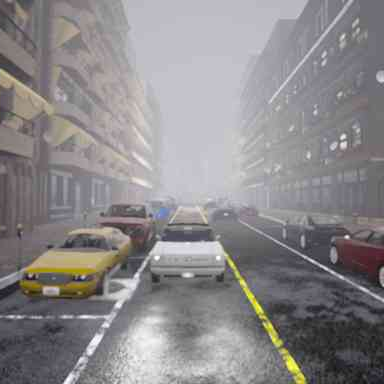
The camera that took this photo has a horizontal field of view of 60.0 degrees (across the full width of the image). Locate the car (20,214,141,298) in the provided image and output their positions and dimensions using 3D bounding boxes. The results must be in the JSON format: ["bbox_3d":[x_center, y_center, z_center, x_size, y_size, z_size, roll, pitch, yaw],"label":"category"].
[{"bbox_3d":[-2.653,1.543,8.654,1.752,1.417,4.829,2,0,0],"label":"car"}]

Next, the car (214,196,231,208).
[{"bbox_3d":[4.821,1.546,53.074,2.192,1.841,5.009,1,0,0],"label":"car"}]

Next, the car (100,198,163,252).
[{"bbox_3d":[-2.695,1.351,14.356,2.192,1.841,5.009,2,0,0],"label":"car"}]

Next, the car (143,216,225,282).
[{"bbox_3d":[-0.118,1.631,9.939,1.895,1.301,4.718,0,0,0],"label":"car"}]

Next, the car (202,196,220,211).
[{"bbox_3d":[2.417,1.662,43.350,2.128,1.511,4.902,0,-1,0],"label":"car"}]

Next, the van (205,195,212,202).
[{"bbox_3d":[4.489,1.826,91.792,1.690,1.788,3.998,1,0,0],"label":"van"}]

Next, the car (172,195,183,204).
[{"bbox_3d":[-3.215,1.653,75.187,2.192,1.841,5.009,2,0,0],"label":"car"}]

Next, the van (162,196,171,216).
[{"bbox_3d":[-2.790,1.416,25.414,1.690,1.788,3.998,2,0,0],"label":"van"}]

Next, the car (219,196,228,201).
[{"bbox_3d":[4.953,1.616,42.012,1.967,1.590,4.097,1,0,0],"label":"car"}]

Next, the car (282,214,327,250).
[{"bbox_3d":[5.178,1.613,14.359,2.008,1.369,4.403,2,0,0],"label":"car"}]

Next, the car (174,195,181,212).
[{"bbox_3d":[-2.931,1.464,42.006,2.192,1.841,5.009,2,0,0],"label":"car"}]

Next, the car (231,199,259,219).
[{"bbox_3d":[5.037,1.669,30.951,1.887,1.381,4.507,1,0,0],"label":"car"}]

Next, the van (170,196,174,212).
[{"bbox_3d":[-2.838,1.439,30.946,1.690,1.788,3.998,2,0,0],"label":"van"}]

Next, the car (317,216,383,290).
[{"bbox_3d":[5.225,1.590,8.828,1.887,1.381,4.507,2,0,0],"label":"car"}]

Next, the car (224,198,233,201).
[{"bbox_3d":[4.990,1.694,36.480,1.887,1.381,4.507,1,0,0],"label":"car"}]

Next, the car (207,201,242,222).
[{"bbox_3d":[2.555,1.664,27.100,1.994,1.385,4.181,0,0,0],"label":"car"}]
